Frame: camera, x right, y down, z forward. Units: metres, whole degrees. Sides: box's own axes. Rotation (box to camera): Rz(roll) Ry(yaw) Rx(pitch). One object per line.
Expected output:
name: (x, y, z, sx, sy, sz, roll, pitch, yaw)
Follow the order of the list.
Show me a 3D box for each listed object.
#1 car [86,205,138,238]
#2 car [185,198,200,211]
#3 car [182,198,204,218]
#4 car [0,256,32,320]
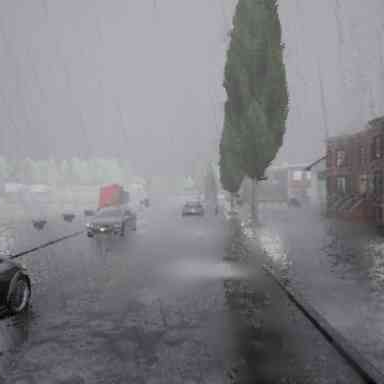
car: (-4.071, 1.483, 17.549, 1.837, 1.490, 4.892, 0, 0, 0)
car: (0.088, 1.472, 41.765, 1.812, 1.442, 4.674, 0, 0, 0)
car: (0.095, 1.526, 30.091, 1.994, 1.385, 4.181, 0, 0, 0)
car: (-4.079, 1.557, 4.685, 1.994, 1.385, 4.181, 0, 0, 0)
